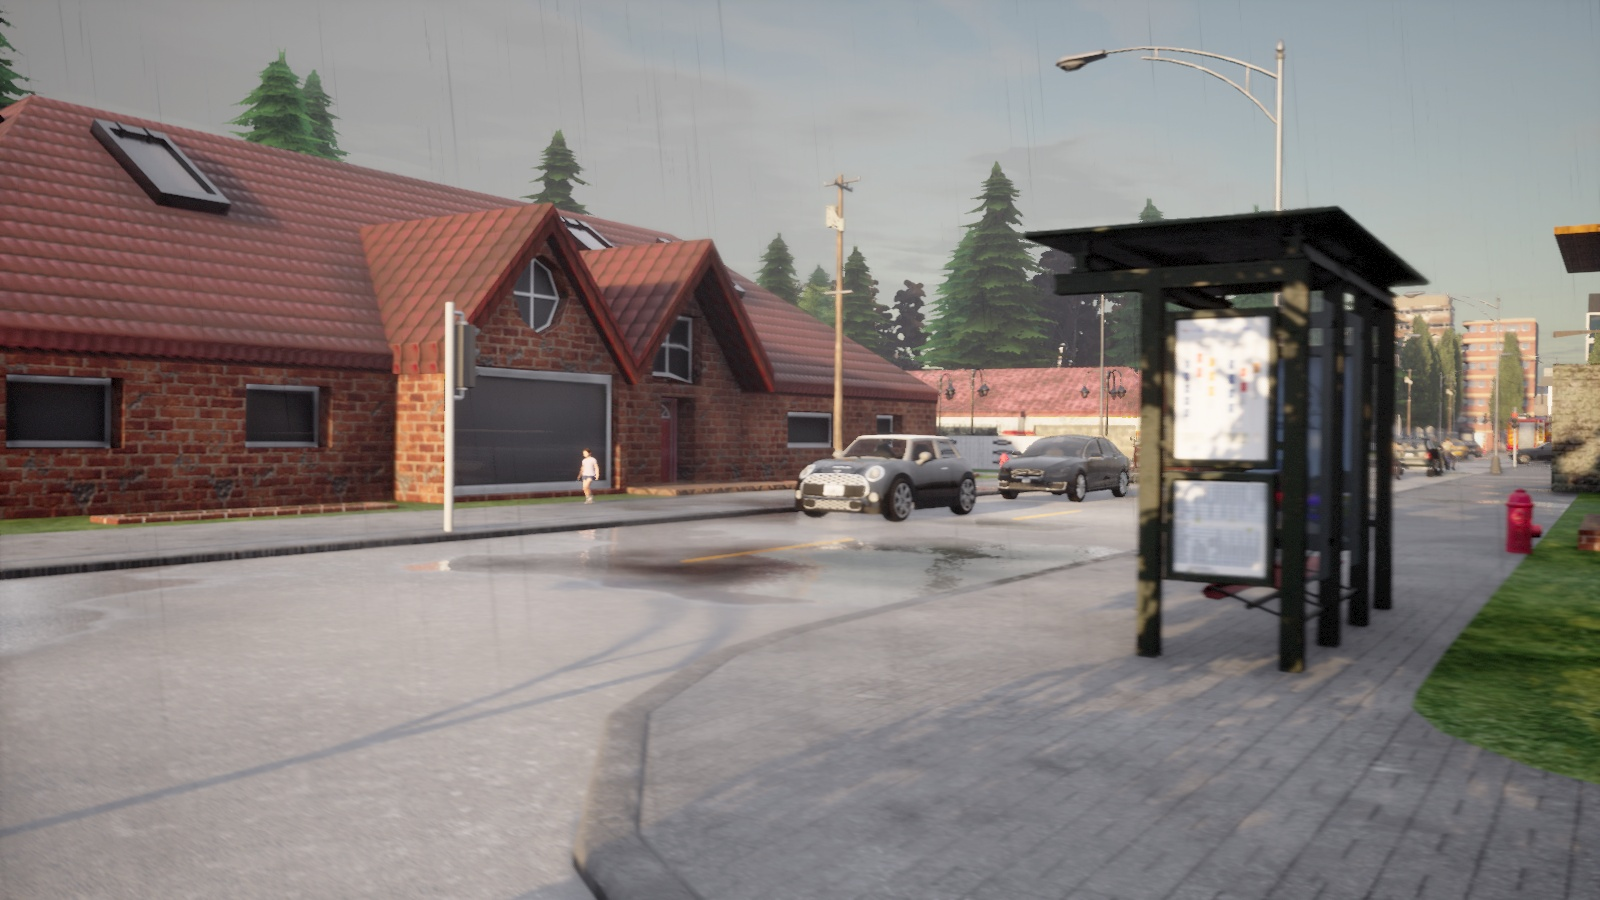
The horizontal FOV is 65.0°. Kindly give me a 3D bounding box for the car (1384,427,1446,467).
[{"bbox_3d":[24.785,-0.155,50.561,1.789,1.549,3.705,0,1,33],"label":"car"}]

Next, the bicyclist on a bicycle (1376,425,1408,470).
[{"bbox_3d":[21.399,-0.101,45.386,0.866,1.612,1.509,0,1,33],"label":"bicyclist on a bicycle"}]

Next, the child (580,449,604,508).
[{"bbox_3d":[-3.981,0.546,24.077,0.255,1.110,0.394,0,1,28],"label":"child"}]

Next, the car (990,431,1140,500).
[{"bbox_3d":[6.371,0.299,29.747,1.837,1.490,4.892,0,1,33],"label":"car"}]

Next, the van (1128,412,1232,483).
[{"bbox_3d":[11.354,-0.094,37.353,1.775,1.987,4.442,0,1,33],"label":"van"}]

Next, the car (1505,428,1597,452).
[{"bbox_3d":[45.882,-0.628,76.801,4.674,1.442,1.812,0,1,25],"label":"car"}]

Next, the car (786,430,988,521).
[{"bbox_3d":[1.644,0.393,22.507,1.970,1.475,3.806,0,1,34],"label":"car"}]
